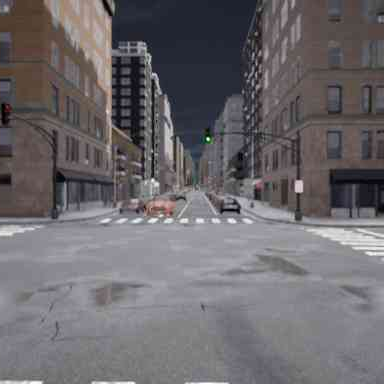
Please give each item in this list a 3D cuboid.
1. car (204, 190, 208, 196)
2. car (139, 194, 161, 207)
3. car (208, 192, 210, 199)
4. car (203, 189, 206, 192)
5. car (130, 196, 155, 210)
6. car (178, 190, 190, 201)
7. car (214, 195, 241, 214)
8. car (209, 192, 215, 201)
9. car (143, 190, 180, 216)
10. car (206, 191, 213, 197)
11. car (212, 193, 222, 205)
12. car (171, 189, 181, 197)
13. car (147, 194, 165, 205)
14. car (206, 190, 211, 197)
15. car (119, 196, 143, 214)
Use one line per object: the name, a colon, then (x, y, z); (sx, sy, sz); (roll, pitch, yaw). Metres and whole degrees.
car: (4.087, 0.669, 68.159); (2.008, 1.369, 4.403); (1, 1, 1)
car: (-5.029, 1.027, 40.689); (2.008, 1.369, 4.403); (1, 1, 1)
car: (3.614, 0.951, 46.043); (1.887, 1.381, 4.507); (1, 1, 1)
car: (4.324, 0.538, 79.217); (1.947, 1.339, 4.313); (1, 1, 1)
car: (-5.147, 1.113, 35.162); (1.947, 1.339, 4.313); (1, 1, 1)
car: (-1.831, 0.813, 56.874); (2.033, 1.411, 5.357); (0, 1, 1)
car: (3.258, 1.187, 29.456); (1.947, 1.339, 4.313); (1, 1, 1)
car: (3.495, 1.029, 40.514); (2.008, 1.369, 4.403); (1, 1, 1)
car: (-2.482, 0.991, 28.032); (2.097, 1.767, 4.553); (0, 1, 2)
car: (4.443, 0.481, 84.746); (1.802, 1.307, 4.206); (1, 1, 1)
car: (3.377, 1.095, 34.985); (1.887, 1.381, 4.507); (1, 1, 1)
car: (-4.078, 0.212, 84.907); (2.192, 1.841, 5.009); (1, 1, 1)
car: (-4.910, 0.949, 46.217); (1.887, 1.381, 4.507); (1, 1, 1)
car: (3.850, 0.829, 57.101); (1.947, 1.339, 4.313); (1, 1, 1)
car: (-5.266, 1.201, 29.635); (1.802, 1.307, 4.206); (1, 1, 1)
